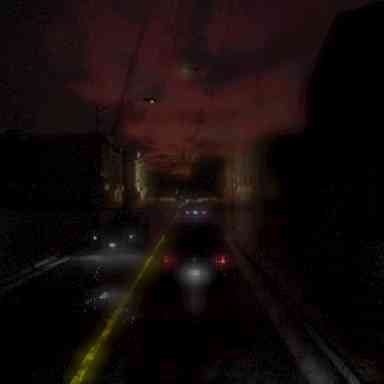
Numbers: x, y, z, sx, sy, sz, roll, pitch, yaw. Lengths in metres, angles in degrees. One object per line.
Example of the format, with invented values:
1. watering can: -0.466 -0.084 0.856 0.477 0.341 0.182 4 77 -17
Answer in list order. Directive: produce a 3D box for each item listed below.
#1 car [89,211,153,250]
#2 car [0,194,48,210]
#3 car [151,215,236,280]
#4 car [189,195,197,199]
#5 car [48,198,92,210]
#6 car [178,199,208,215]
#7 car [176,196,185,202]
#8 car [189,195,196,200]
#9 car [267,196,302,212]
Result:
1. car: -2.814 1.550 14.510 2.033 1.411 5.357 0 0 0
2. car: -20.032 1.201 40.632 5.009 1.841 2.192 0 0 0
3. car: 0.097 1.602 9.905 1.895 1.301 4.718 0 0 0
4. car: 0.199 1.584 82.450 1.837 1.490 4.892 0 0 0
5. car: -14.600 1.469 40.626 4.507 1.381 1.887 0 0 0
6. car: 0.170 1.555 25.734 2.033 1.411 5.357 0 0 -3
7. car: -2.569 1.619 74.907 1.994 1.385 4.181 0 0 0
8. car: 0.225 1.619 92.867 1.994 1.385 4.181 0 0 0
9. car: 11.811 1.433 40.609 5.009 1.841 2.192 0 -1 0
